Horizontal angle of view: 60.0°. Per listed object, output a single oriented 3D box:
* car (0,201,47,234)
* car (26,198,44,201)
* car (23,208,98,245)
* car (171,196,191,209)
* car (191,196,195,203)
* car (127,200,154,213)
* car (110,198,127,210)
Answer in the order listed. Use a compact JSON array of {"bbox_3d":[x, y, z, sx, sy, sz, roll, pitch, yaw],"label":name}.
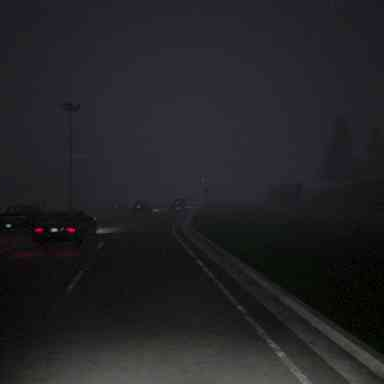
[{"bbox_3d":[-9.487,1.503,19.413,2.128,1.511,4.902,0,0,-4],"label":"car"},{"bbox_3d":[-20.521,1.550,43.013,1.812,1.442,4.674,0,0,4],"label":"car"},{"bbox_3d":[-5.691,1.552,15.522,2.033,1.411,5.357,0,0,-7],"label":"car"},{"bbox_3d":[-1.713,1.523,44.341,2.033,1.411,5.357,0,0,3],"label":"car"},{"bbox_3d":[-0.386,1.520,67.816,1.994,1.385,4.181,0,0,3],"label":"car"},{"bbox_3d":[-5.603,1.553,37.541,1.994,1.385,4.181,0,0,3],"label":"car"},{"bbox_3d":[-8.868,1.521,41.794,1.812,1.442,4.674,0,0,2],"label":"car"}]
